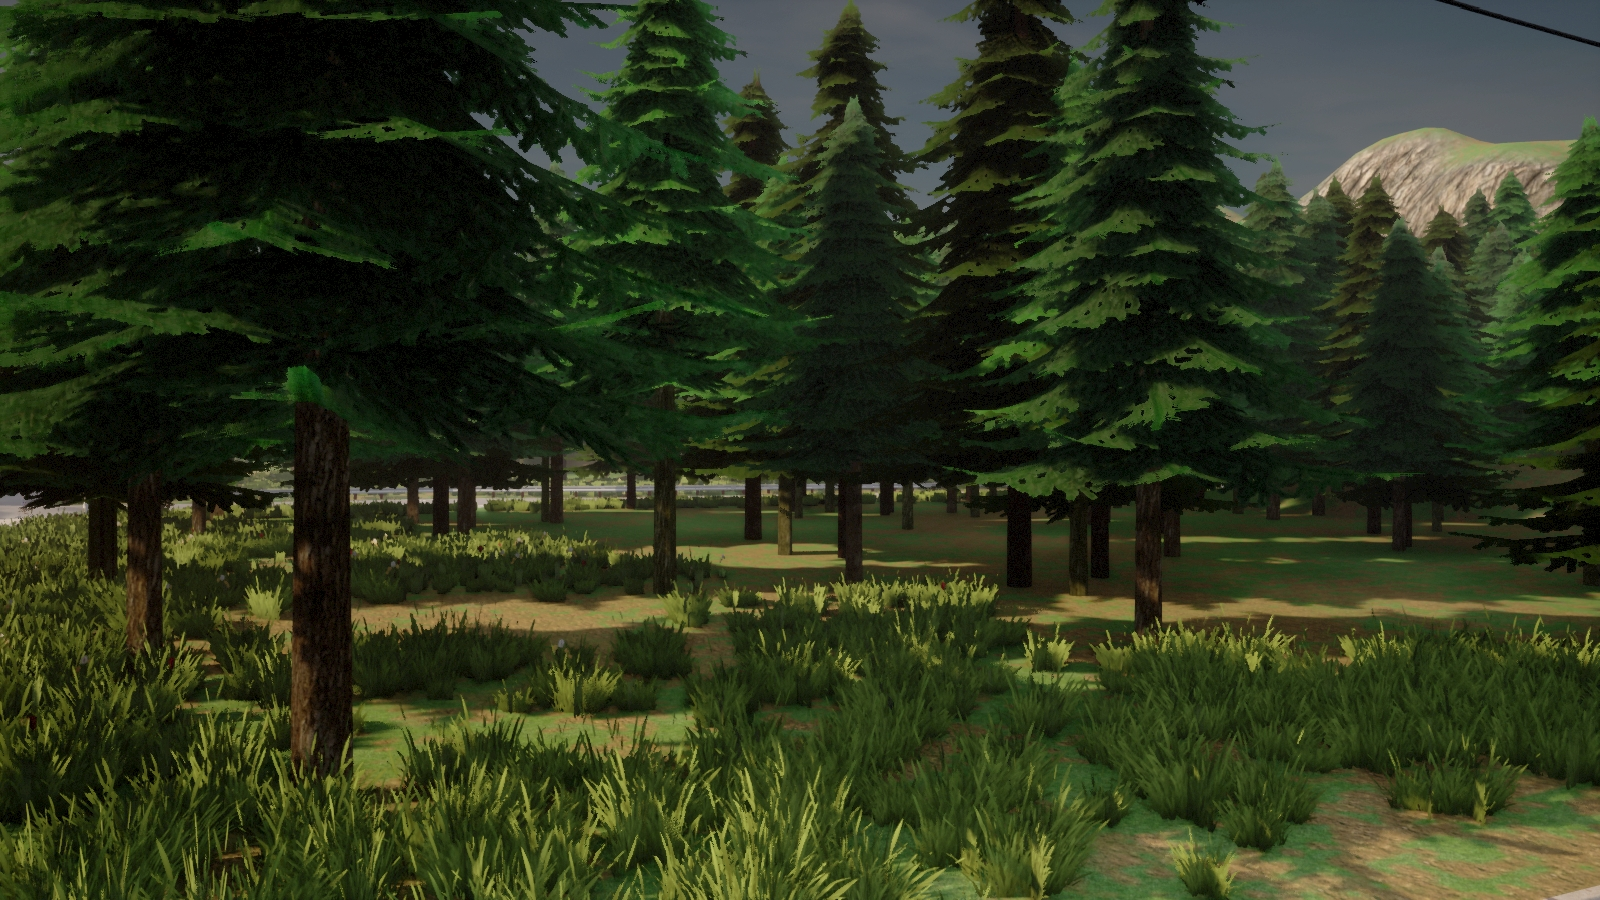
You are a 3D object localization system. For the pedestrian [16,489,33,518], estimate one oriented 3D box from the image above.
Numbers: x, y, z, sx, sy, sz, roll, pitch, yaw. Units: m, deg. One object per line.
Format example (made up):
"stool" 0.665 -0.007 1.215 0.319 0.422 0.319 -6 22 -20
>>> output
"pedestrian" -30.242 2.072 44.560 0.500 1.100 0.500 0 0 -31
